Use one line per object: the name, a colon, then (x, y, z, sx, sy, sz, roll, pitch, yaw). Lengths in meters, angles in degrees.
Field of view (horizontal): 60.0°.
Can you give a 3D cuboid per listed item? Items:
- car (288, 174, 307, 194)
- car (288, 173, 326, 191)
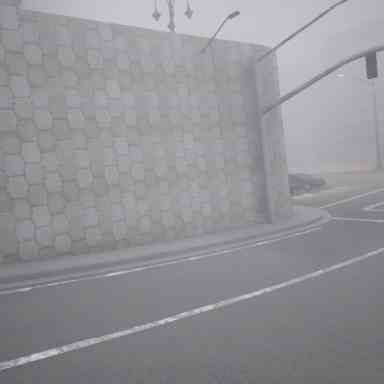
car: (6.663, -0.399, 28.539, 2.033, 1.411, 5.357, -10, 6, -35)
car: (9.701, -0.952, 30.223, 1.837, 1.490, 4.892, -10, 6, -35)
